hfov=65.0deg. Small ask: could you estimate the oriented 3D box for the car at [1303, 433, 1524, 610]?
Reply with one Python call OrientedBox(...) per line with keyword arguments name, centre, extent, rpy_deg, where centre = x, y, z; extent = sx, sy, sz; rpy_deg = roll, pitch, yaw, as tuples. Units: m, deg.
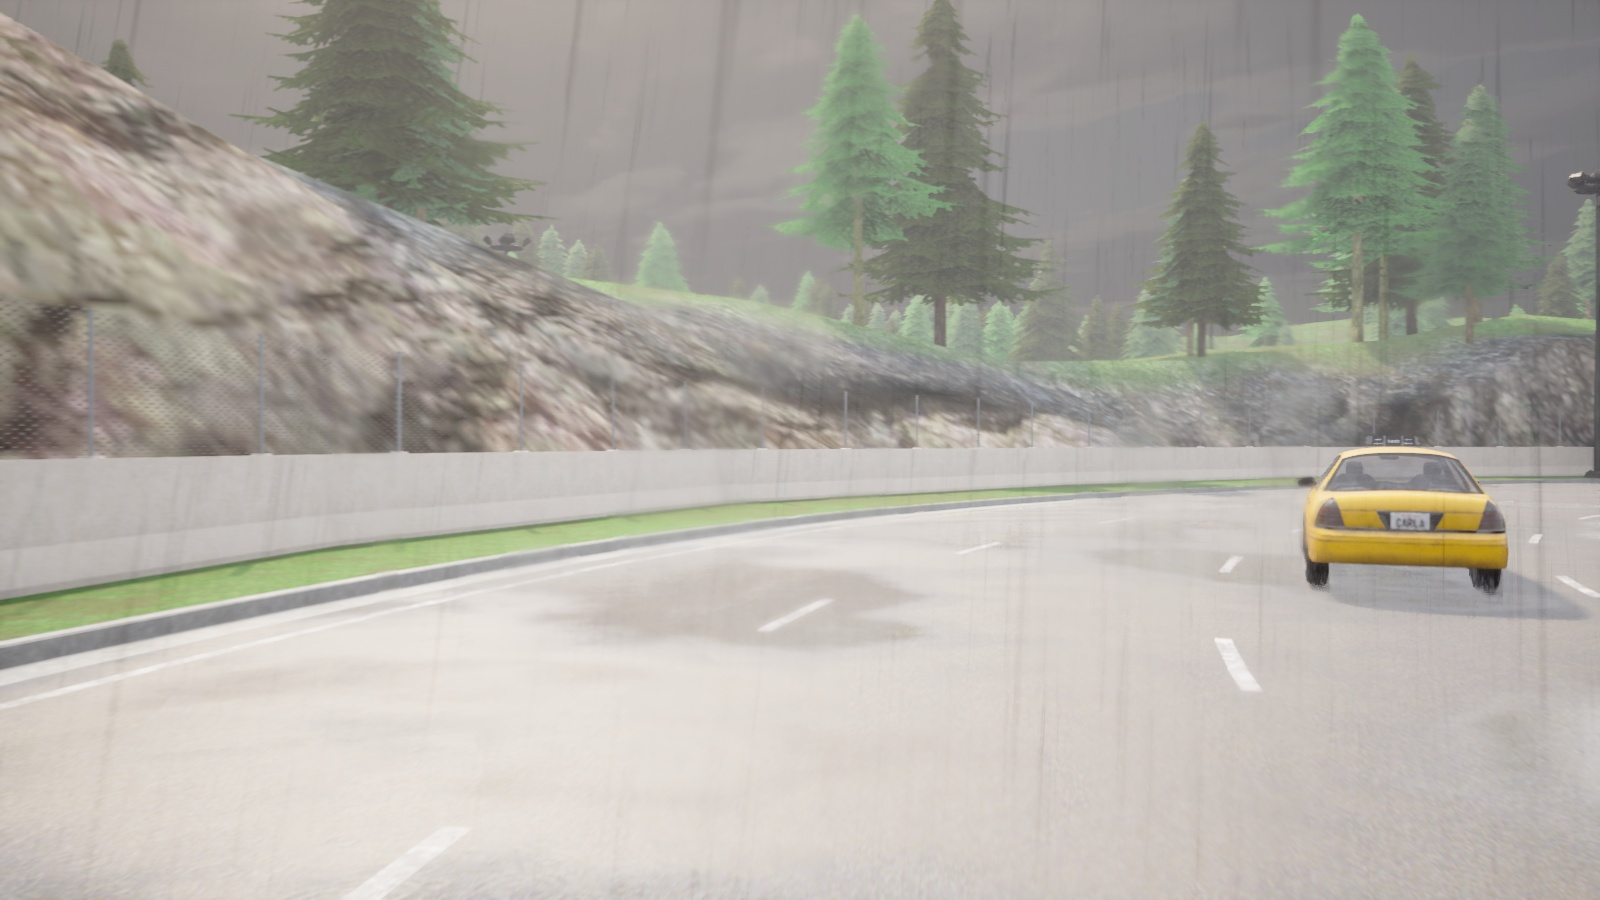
OrientedBox(name="car", centre=(6.603, 0.618, 14.024), extent=(1.801, 1.575, 5.366), rpy_deg=(0, 0, 22))
